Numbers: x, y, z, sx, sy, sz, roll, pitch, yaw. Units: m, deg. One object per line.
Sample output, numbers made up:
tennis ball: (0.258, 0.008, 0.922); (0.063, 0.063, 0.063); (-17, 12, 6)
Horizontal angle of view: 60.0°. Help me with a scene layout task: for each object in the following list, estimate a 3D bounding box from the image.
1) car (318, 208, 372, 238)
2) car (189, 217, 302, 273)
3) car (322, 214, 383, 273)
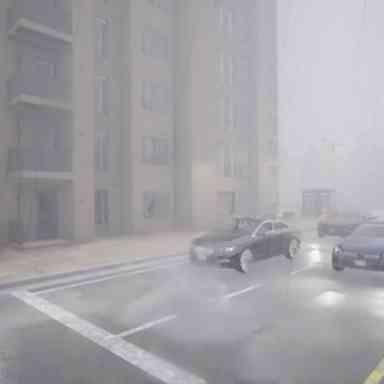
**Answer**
car: (8.596, 1.643, 18.157); (1.882, 1.535, 5.008); (-1, -1, 44)
car: (1.986, 1.628, 11.340); (2.128, 1.511, 4.902); (-1, -1, 44)
car: (6.022, 1.614, 10.448); (1.812, 1.442, 4.674); (-1, -1, 44)
